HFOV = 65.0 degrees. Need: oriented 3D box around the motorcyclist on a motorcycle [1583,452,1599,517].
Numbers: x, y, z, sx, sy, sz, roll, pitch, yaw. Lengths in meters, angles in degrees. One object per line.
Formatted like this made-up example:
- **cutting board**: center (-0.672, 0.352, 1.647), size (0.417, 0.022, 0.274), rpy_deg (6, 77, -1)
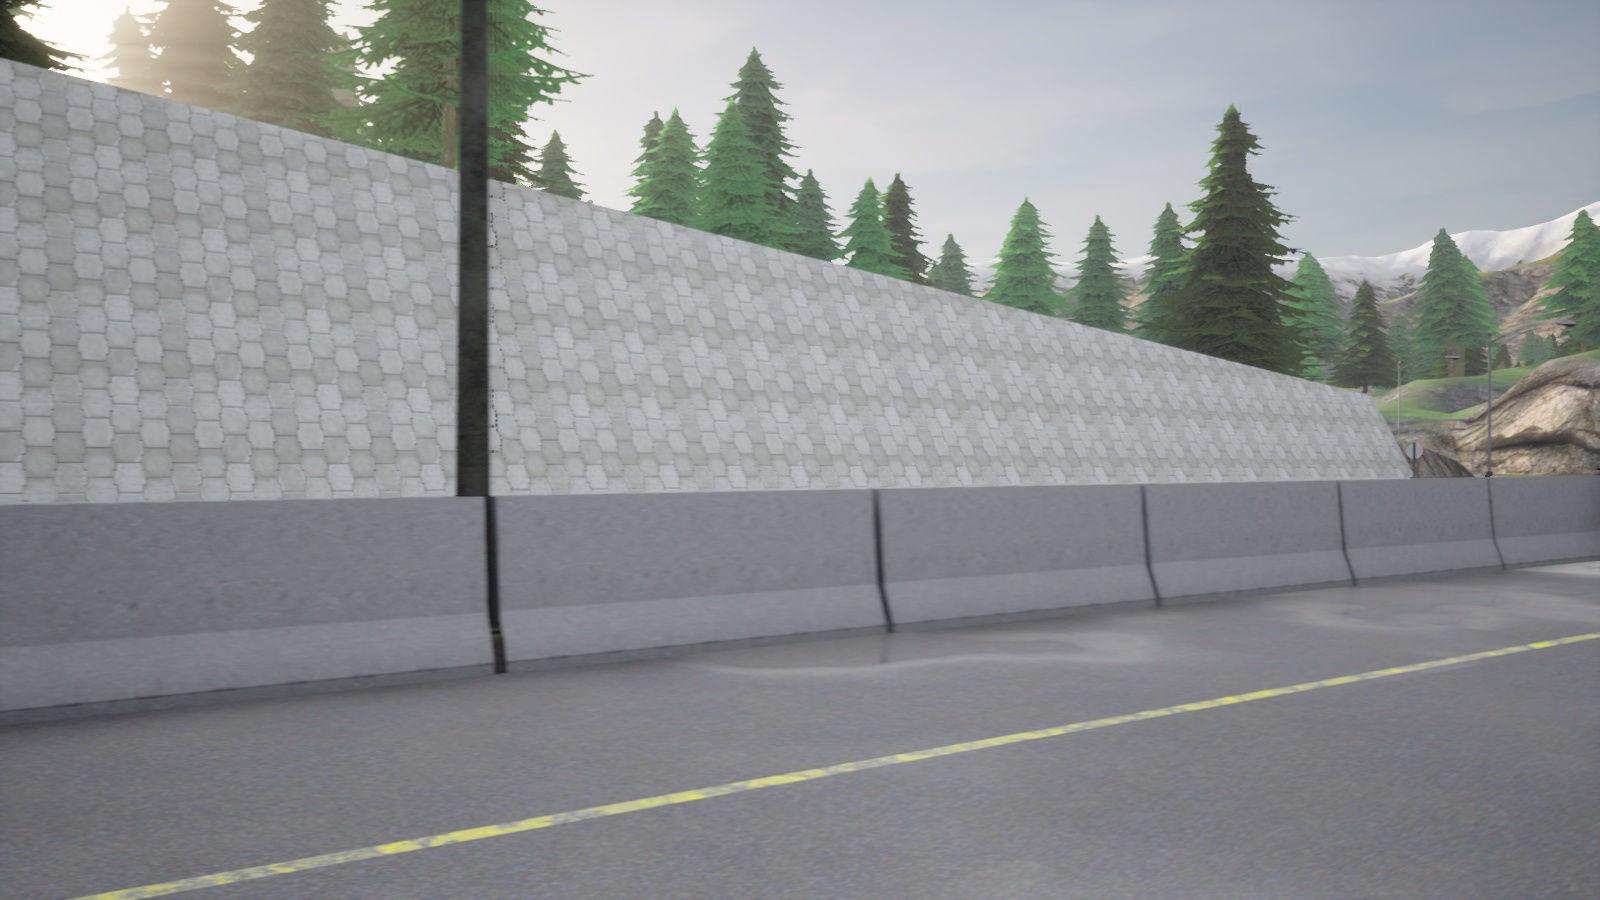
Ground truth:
- **motorcyclist on a motorcycle**: center (19.855, 0.812, 30.271), size (2.191, 1.530, 0.866), rpy_deg (0, 0, -35)
